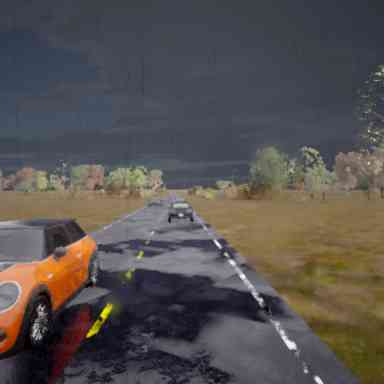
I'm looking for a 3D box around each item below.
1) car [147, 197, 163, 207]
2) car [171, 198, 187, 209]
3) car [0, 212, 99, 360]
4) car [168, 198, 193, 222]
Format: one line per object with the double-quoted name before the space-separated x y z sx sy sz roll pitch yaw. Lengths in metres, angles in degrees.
"car" -5.060 1.394 46.236 1.994 1.385 4.181 0 0 -3
"car" -1.711 1.439 42.799 1.895 1.301 4.718 0 0 -3
"car" -3.240 1.333 6.117 2.097 1.767 4.553 0 0 -2
"car" -0.877 1.429 25.544 1.812 1.442 4.674 0 0 -3
